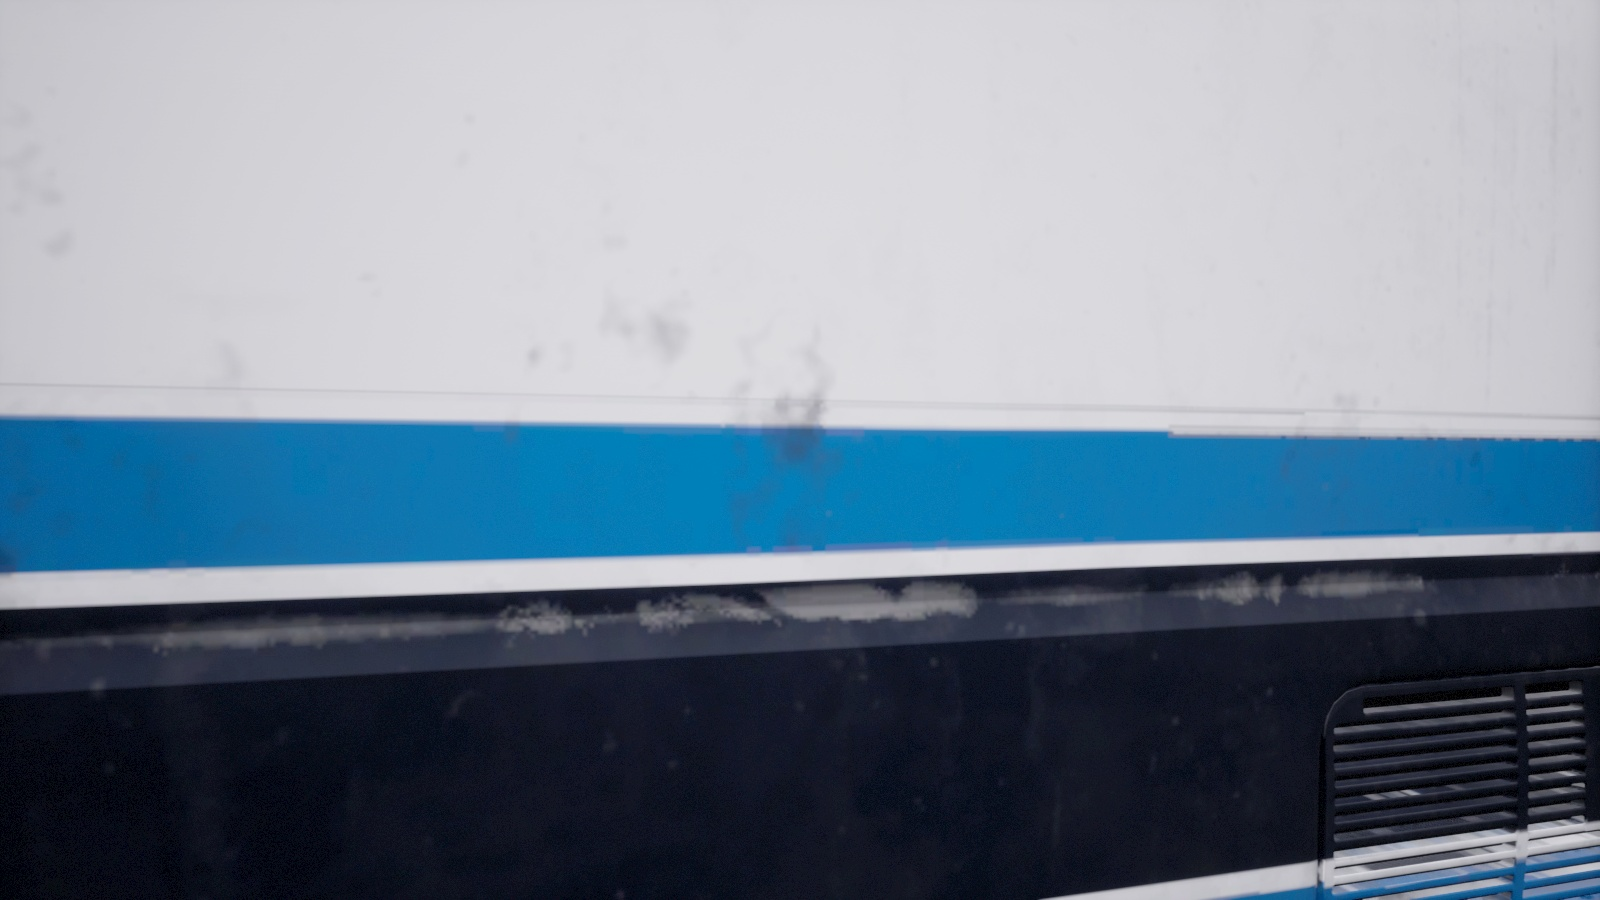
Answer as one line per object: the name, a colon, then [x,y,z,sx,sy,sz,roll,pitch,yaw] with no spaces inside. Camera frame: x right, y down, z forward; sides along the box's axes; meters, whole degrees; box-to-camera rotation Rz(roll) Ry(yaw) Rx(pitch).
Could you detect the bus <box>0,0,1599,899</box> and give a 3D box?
bus: [0.059,-0.633,3.244,10.273,4.253,3.944,-1,1,-21]
